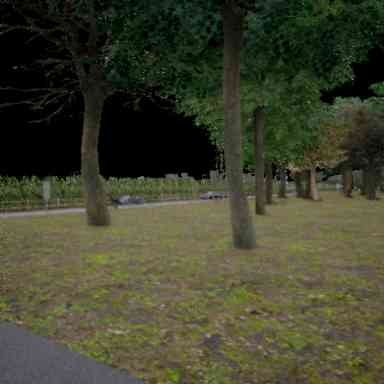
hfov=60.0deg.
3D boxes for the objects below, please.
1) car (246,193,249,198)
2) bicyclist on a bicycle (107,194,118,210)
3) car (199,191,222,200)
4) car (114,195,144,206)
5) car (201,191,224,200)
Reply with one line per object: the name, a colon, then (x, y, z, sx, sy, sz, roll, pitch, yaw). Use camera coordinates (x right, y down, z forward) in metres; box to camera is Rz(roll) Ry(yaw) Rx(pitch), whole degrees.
car: (9.423, 0.564, 65.738, 1.895, 1.301, 4.718, -2, 0, 36)
bicyclist on a bicycle: (-8.473, 1.082, 35.420, 1.656, 1.620, 0.582, -1, 1, 36)
car: (3.543, 0.632, 62.271, 1.882, 1.535, 5.008, -2, 0, 36)
car: (-8.609, 1.140, 45.483, 1.994, 1.385, 4.181, -2, 0, 36)
car: (3.684, 0.760, 57.645, 1.895, 1.301, 4.718, -2, 0, 36)
